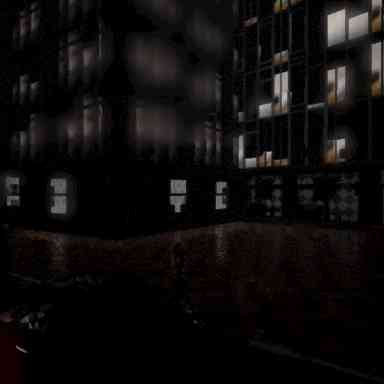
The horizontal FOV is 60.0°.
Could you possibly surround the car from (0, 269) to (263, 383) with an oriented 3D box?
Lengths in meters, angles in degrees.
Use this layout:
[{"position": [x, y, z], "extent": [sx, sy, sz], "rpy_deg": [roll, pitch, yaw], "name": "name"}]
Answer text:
[{"position": [-1.290, 1.580, 3.793], "extent": [4.206, 1.307, 1.802], "rpy_deg": [0, 0, 35], "name": "car"}]
